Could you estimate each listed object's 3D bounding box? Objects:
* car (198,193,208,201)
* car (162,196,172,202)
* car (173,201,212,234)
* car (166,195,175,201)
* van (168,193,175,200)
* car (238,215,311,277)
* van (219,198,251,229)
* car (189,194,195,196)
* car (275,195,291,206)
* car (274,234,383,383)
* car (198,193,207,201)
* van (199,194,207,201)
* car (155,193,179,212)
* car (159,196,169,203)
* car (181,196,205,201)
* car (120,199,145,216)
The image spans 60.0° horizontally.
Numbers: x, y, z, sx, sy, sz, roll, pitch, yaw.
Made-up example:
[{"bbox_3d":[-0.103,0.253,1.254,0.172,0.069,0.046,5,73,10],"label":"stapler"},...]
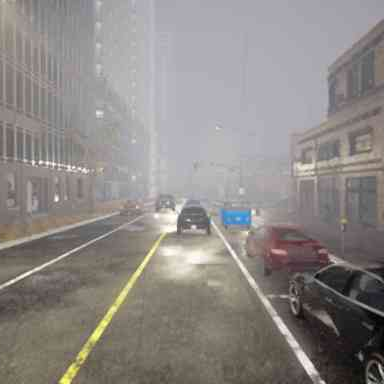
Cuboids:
[{"bbox_3d":[2.669,1.399,75.699,1.967,1.590,4.097,-1,0,0],"label":"car"},{"bbox_3d":[-5.676,1.524,75.753,1.947,1.339,4.313,-1,0,0],"label":"car"},{"bbox_3d":[0.091,1.495,19.085,1.837,1.490,4.892,0,0,0],"label":"car"},{"bbox_3d":[-5.677,1.519,87.042,1.947,1.339,4.313,-1,0,0],"label":"car"},{"bbox_3d":[-5.682,1.292,92.685,1.690,1.788,3.998,-1,0,0],"label":"van"},{"bbox_3d":[2.678,1.576,10.010,1.802,1.307,4.206,-1,0,0],"label":"car"},{"bbox_3d":[2.673,1.329,21.079,1.690,1.788,3.998,-1,0,0],"label":"van"},{"bbox_3d":[-0.010,1.380,92.458,1.837,1.490,4.892,0,0,0],"label":"car"},{"bbox_3d":[16.521,1.390,55.412,5.009,1.841,2.192,1,0,1],"label":"car"},{"bbox_3d":[2.678,1.563,4.475,1.947,1.339,4.313,-1,0,0],"label":"car"},{"bbox_3d":[2.665,1.269,86.987,2.192,1.841,5.009,-1,0,0],"label":"car"},{"bbox_3d":[2.667,1.297,81.343,1.690,1.788,3.998,-1,0,0],"label":"van"},{"bbox_3d":[-3.008,1.198,38.635,2.150,2.045,5.566,0,0,0],"label":"car"},{"bbox_3d":[-5.847,1.487,69.939,1.752,1.417,4.829,-1,0,0],"label":"car"},{"bbox_3d":[0.088,1.457,35.055,1.882,1.535,5.008,0,0,0],"label":"car"},{"bbox_3d":[-5.707,1.421,32.161,1.967,1.590,4.097,-1,0,0],"label":"car"}]
